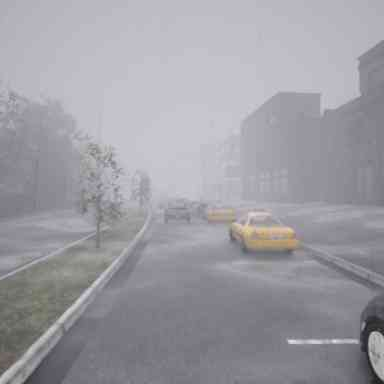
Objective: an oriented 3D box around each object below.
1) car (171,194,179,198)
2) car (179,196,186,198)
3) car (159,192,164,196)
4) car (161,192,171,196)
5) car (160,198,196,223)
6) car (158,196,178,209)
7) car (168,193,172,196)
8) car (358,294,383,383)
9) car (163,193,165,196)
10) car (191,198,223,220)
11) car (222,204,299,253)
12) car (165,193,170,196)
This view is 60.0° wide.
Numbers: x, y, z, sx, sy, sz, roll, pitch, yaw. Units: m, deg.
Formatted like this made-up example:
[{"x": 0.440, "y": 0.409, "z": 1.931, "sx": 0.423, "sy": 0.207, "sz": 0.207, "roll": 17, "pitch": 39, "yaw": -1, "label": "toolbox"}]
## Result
[{"x": -1.705, "y": 1.414, "z": 52.061, "sx": 2.231, "sy": 1.521, "sz": 4.892, "roll": 0, "pitch": 0, "yaw": -9, "label": "car"}, {"x": -0.041, "y": 1.445, "z": 41.195, "sx": 2.097, "sy": 1.535, "sz": 5.008, "roll": 0, "pitch": 0, "yaw": -8, "label": "car"}, {"x": -5.910, "y": 1.037, "z": 79.506, "sx": 2.435, "sy": 2.045, "sz": 5.566, "roll": 0, "pitch": 0, "yaw": -9, "label": "car"}, {"x": -5.072, "y": 1.350, "z": 74.027, "sx": 2.163, "sy": 1.488, "sz": 4.792, "roll": 0, "pitch": 0, "yaw": -9, "label": "car"}, {"x": -1.164, "y": 1.474, "z": 25.163, "sx": 2.128, "sy": 1.511, "sz": 4.902, "roll": 0, "pitch": 0, "yaw": -5, "label": "car"}, {"x": -3.321, "y": 1.514, "z": 42.833, "sx": 1.994, "sy": 1.385, "sz": 4.181, "roll": 0, "pitch": 0, "yaw": -8, "label": "car"}, {"x": -2.546, "y": 1.434, "z": 57.547, "sx": 2.002, "sy": 1.452, "sz": 4.674, "roll": 0, "pitch": 0, "yaw": -9, "label": "car"}, {"x": 3.064, "y": 1.482, "z": 2.363, "sx": 2.231, "sy": 1.521, "sz": 4.892, "roll": 0, "pitch": 0, "yaw": 0, "label": "car"}, {"x": -4.226, "y": 1.387, "z": 68.512, "sx": 2.002, "sy": 1.452, "sz": 4.674, "roll": 0, "pitch": 0, "yaw": -9, "label": "car"}, {"x": 1.226, "y": 1.492, "z": 31.681, "sx": 2.163, "sy": 1.488, "sz": 4.792, "roll": 0, "pitch": 0, "yaw": -6, "label": "car"}, {"x": 2.699, "y": 1.474, "z": 13.683, "sx": 1.946, "sy": 1.575, "sz": 5.366, "roll": 0, "pitch": 0, "yaw": -2, "label": "car"}, {"x": -3.392, "y": 1.401, "z": 63.060, "sx": 2.163, "sy": 1.488, "sz": 4.792, "roll": 0, "pitch": 0, "yaw": -9, "label": "car"}]
